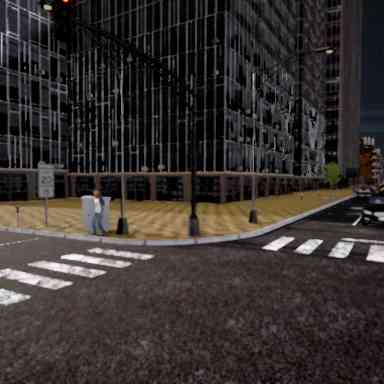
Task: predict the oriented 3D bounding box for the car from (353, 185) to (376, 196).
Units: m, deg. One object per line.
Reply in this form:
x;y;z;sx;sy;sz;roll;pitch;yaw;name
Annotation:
19.773;0.201;38.373;2.008;1.369;4.403;1;2;31;car

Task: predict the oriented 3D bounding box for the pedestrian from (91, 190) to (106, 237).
-3.631;0.758;13.028;0.375;1.860;0.375;1;3;30;pedestrian

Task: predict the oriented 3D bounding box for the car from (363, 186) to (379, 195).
28.409;-0.289;52.751;2.008;1.369;4.403;1;2;31;car

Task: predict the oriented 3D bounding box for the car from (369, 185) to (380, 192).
36.933;-0.751;67.197;1.802;1.307;4.206;1;2;31;car

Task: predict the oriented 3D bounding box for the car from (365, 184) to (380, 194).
31.246;-0.564;57.562;1.967;1.590;4.097;1;2;31;car

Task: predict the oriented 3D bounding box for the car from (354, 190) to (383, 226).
9.880;0.878;17.097;2.128;1.511;4.902;1;2;31;car

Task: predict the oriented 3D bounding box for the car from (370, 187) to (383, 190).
14.857;0.631;25.334;1.812;1.442;4.674;1;2;31;car

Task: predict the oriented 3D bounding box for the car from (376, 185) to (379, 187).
20.312;0.278;34.283;1.882;1.535;5.008;1;2;31;car
